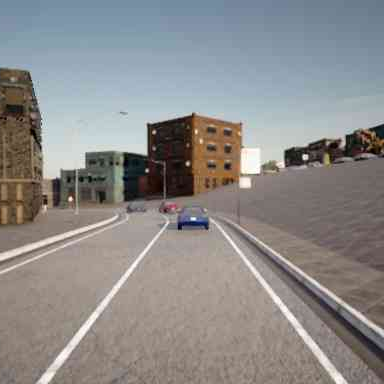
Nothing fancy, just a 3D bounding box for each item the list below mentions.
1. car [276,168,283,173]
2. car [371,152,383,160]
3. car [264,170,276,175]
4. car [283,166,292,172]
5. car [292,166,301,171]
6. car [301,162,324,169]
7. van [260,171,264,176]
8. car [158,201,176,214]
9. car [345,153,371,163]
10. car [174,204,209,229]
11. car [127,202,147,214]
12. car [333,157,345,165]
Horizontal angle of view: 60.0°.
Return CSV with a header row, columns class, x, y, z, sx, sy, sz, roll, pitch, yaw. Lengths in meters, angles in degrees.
class,x,y,z,sx,sy,sz,roll,pitch,yaw
car,21.133,-4.712,74.863,2.185,1.767,4.553,0,1,-1
car,22.095,-3.932,36.183,2.002,1.452,4.674,0,1,-2
car,20.892,-4.727,85.878,2.231,1.521,4.892,0,1,-1
car,21.253,-4.635,69.344,2.185,1.767,4.553,0,1,-1
car,21.376,-4.386,63.672,2.002,1.452,4.674,0,1,-1
car,21.496,-4.471,58.178,2.185,1.767,4.553,0,1,-1
van,20.775,-5.017,91.271,1.878,1.987,4.442,0,1,-1
car,-2.770,1.789,39.875,1.812,1.442,4.674,0,-1,-16
car,21.862,-4.085,41.725,2.231,1.521,4.892,0,1,-1
car,0.023,1.576,21.750,1.994,1.385,4.181,0,0,-2
car,-6.666,1.881,39.973,1.994,1.385,4.181,0,-1,-18
car,21.734,-4.181,47.242,2.231,1.521,4.892,0,1,-1
